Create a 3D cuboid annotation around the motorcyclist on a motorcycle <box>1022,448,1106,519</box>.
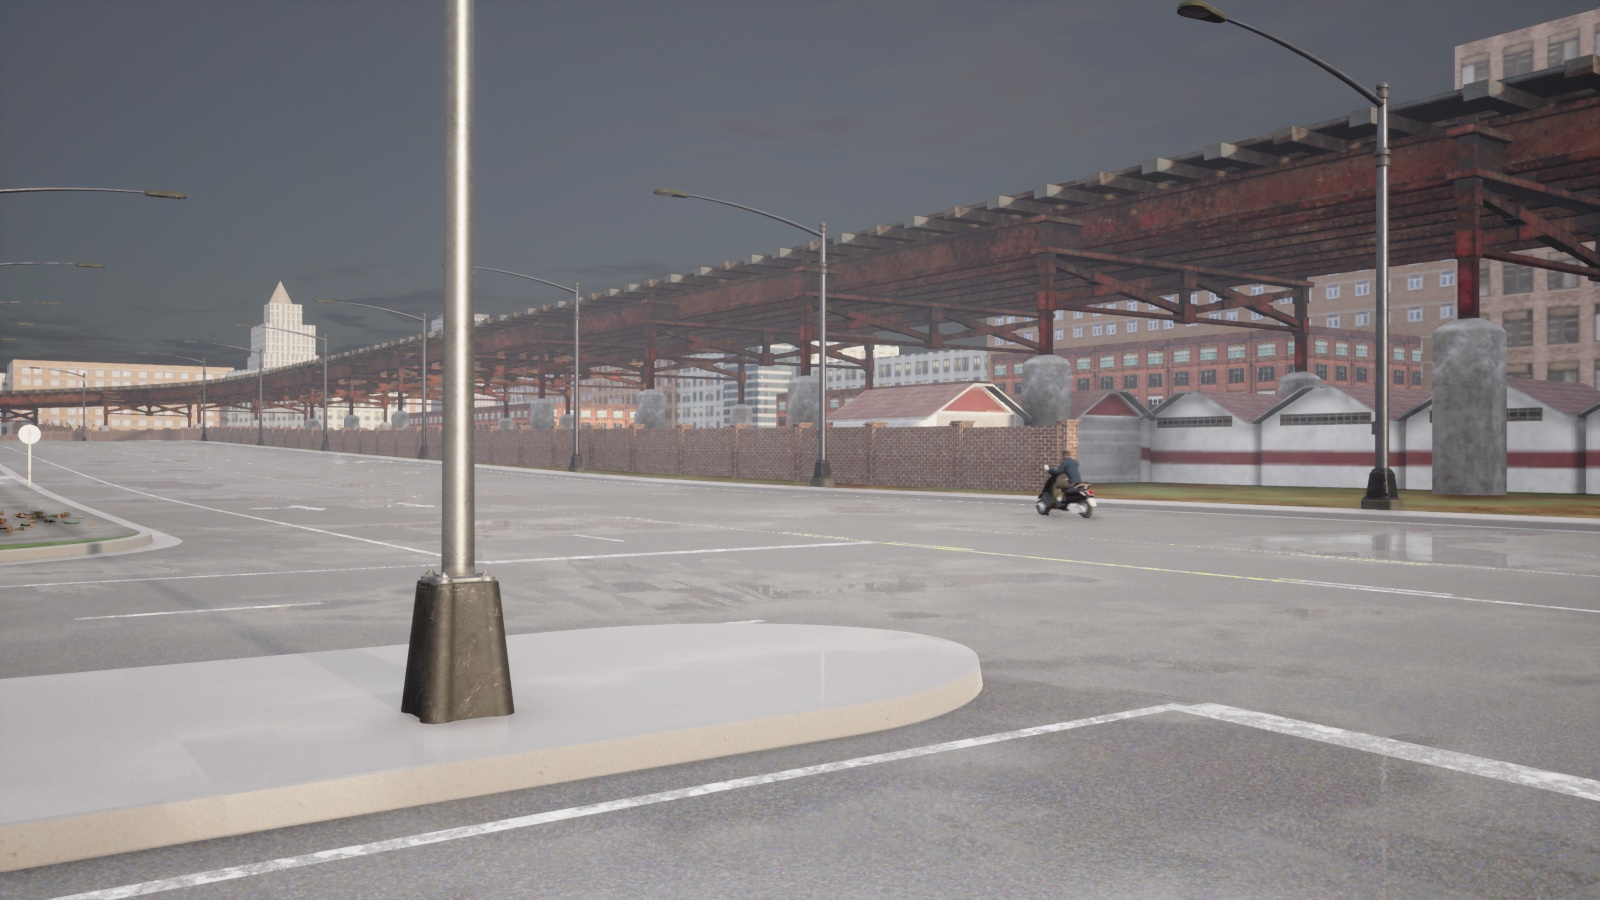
[{"bbox_3d":[6.149,0.757,29.366,0.866,1.590,1.817,0,0,-35],"label":"motorcyclist on a motorcycle"}]
